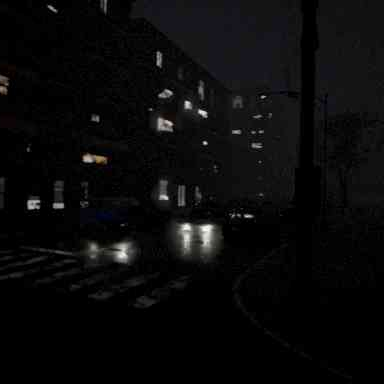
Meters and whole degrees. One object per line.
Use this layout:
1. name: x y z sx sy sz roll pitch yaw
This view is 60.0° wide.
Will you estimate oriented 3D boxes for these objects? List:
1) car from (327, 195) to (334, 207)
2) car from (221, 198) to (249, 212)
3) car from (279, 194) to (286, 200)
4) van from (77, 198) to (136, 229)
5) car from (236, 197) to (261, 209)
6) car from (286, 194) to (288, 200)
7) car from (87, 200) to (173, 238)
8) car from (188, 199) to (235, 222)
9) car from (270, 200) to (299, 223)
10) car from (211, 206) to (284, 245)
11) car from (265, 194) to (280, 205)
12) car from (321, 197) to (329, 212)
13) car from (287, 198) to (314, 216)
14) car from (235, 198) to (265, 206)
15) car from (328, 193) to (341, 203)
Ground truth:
1. car: 20.112 1.588 50.652 1.752 1.417 4.829 2 1 26
2. car: 5.110 1.473 39.249 1.947 1.339 4.313 2 1 26
3. car: 14.926 1.470 59.059 1.752 1.417 4.829 2 1 26
4. van: -4.774 1.215 19.284 1.690 1.788 3.998 2 1 26
5. car: 7.583 1.467 44.240 2.008 1.369 4.403 2 1 26
6. car: 17.480 1.270 64.200 2.192 1.841 5.009 2 1 26
7. car: -2.843 1.390 17.389 1.882 1.535 5.008 1 0 26
8. car: 1.398 1.403 25.939 1.882 1.535 5.008 1 0 26
9. car: 7.672 1.562 25.546 1.887 1.381 4.507 2 1 26
10. car: 2.727 1.567 15.566 1.947 1.339 4.313 2 1 26
11. car: 12.528 1.501 54.221 1.947 1.339 4.313 2 1 26
12. car: 15.090 1.594 40.518 2.008 1.369 4.403 2 1 26
13. car: 10.145 1.576 30.537 2.008 1.369 4.403 2 1 26
14. car: 5.828 1.505 34.877 1.994 1.385 4.181 1 0 26
15. car: 30.416 1.329 72.134 2.150 2.045 5.566 1 0 26
